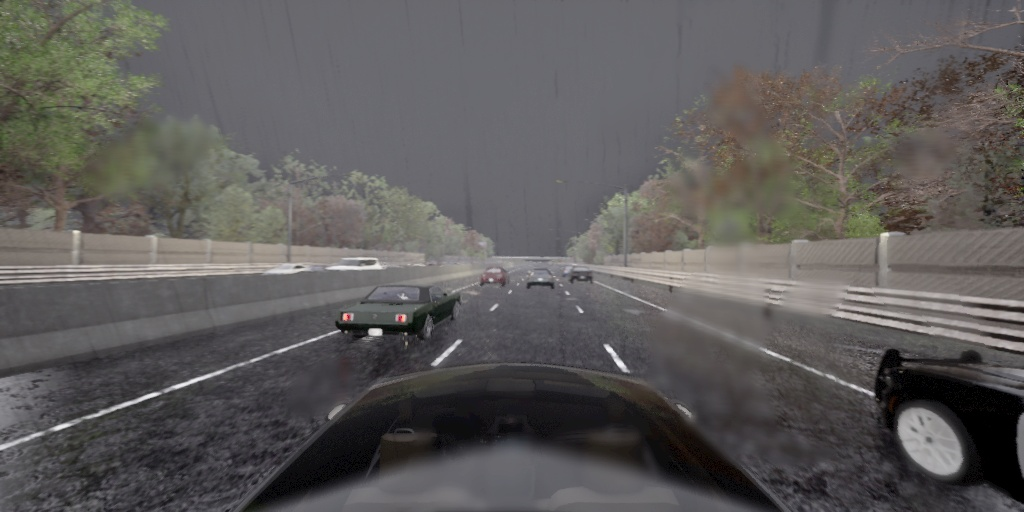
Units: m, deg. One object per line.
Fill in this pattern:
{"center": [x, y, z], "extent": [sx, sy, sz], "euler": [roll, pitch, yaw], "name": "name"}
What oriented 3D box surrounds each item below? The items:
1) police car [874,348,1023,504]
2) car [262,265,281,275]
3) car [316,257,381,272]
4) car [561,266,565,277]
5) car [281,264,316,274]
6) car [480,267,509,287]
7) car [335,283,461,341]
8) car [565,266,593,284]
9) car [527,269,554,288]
{"center": [4.637, 1.231, 1.747], "extent": [1.930, 1.638, 5.238], "euler": [1, -1, 5], "name": "police car"}
{"center": [-18.826, 1.384, 30.401], "extent": [1.812, 1.442, 4.674], "euler": [1, -1, 5], "name": "car"}
{"center": [-12.051, 1.124, 27.440], "extent": [2.150, 2.045, 5.566], "euler": [1, -1, 5], "name": "car"}
{"center": [7.049, 1.871, 43.841], "extent": [2.033, 1.411, 5.357], "euler": [1, -1, 5], "name": "car"}
{"center": [-15.452, 1.427, 28.797], "extent": [2.033, 1.411, 5.357], "euler": [1, -1, 5], "name": "car"}
{"center": [-1.284, 1.559, 27.754], "extent": [1.812, 1.442, 4.674], "euler": [1, -1, 5], "name": "car"}
{"center": [-2.803, 1.414, 10.096], "extent": [1.895, 1.301, 4.718], "euler": [1, -1, 5], "name": "car"}
{"center": [6.132, 1.654, 32.576], "extent": [1.882, 1.535, 5.008], "euler": [1, -1, 5], "name": "car"}
{"center": [2.148, 1.628, 26.861], "extent": [1.994, 1.385, 4.181], "euler": [1, -1, 5], "name": "car"}
